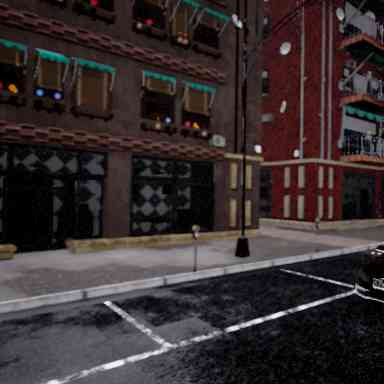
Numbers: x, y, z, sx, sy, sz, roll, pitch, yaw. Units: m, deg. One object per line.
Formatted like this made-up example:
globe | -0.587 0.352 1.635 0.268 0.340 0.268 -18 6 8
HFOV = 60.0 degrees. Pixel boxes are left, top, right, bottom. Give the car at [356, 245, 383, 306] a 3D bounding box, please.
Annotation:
car | 5.537 1.621 7.331 4.892 1.490 1.837 1 -1 -36
